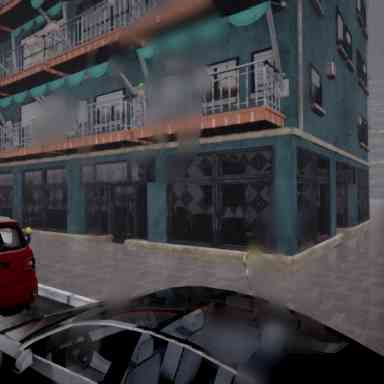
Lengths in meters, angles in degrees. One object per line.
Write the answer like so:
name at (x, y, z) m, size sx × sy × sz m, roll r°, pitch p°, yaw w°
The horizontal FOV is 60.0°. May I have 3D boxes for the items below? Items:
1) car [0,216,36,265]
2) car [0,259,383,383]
car at (-4.907, 1.317, 6.227) m, size 5.009 × 1.841 × 2.192 m, roll 0°, pitch -1°, yaw 35°
car at (-0.296, 1.566, 2.942) m, size 4.313 × 1.339 × 1.947 m, roll 0°, pitch -1°, yaw 35°
